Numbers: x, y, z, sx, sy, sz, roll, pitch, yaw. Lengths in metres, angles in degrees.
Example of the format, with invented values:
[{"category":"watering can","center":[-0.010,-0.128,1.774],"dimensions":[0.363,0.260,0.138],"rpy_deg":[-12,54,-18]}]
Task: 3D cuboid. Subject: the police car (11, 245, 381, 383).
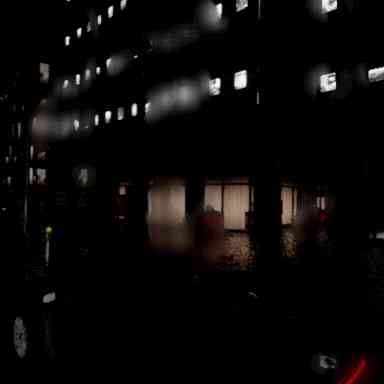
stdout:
[{"category":"police car","center":[-0.625,1.526,4.176],"dimensions":[5.238,1.638,1.930],"rpy_deg":[0,-2,44]}]
